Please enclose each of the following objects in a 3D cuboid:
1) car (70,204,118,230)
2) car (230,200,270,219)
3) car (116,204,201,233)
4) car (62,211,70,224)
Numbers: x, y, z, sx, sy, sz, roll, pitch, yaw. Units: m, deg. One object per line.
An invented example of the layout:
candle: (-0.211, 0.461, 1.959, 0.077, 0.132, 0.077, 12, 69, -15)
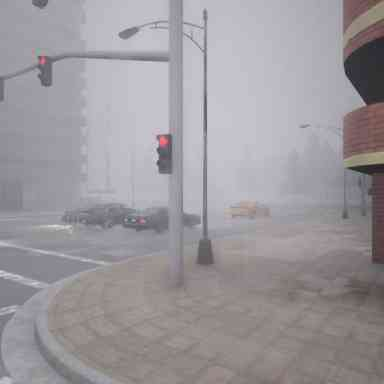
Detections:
car: (-4.813, 1.491, 21.143, 2.128, 1.511, 4.902, 0, 0, 36)
car: (5.130, 1.478, 28.961, 1.882, 1.535, 5.008, 0, 0, 36)
car: (-1.604, 1.547, 19.611, 2.033, 1.411, 5.357, 0, 0, 36)
car: (-7.213, 1.564, 24.111, 1.994, 1.385, 4.181, 0, 0, 36)
